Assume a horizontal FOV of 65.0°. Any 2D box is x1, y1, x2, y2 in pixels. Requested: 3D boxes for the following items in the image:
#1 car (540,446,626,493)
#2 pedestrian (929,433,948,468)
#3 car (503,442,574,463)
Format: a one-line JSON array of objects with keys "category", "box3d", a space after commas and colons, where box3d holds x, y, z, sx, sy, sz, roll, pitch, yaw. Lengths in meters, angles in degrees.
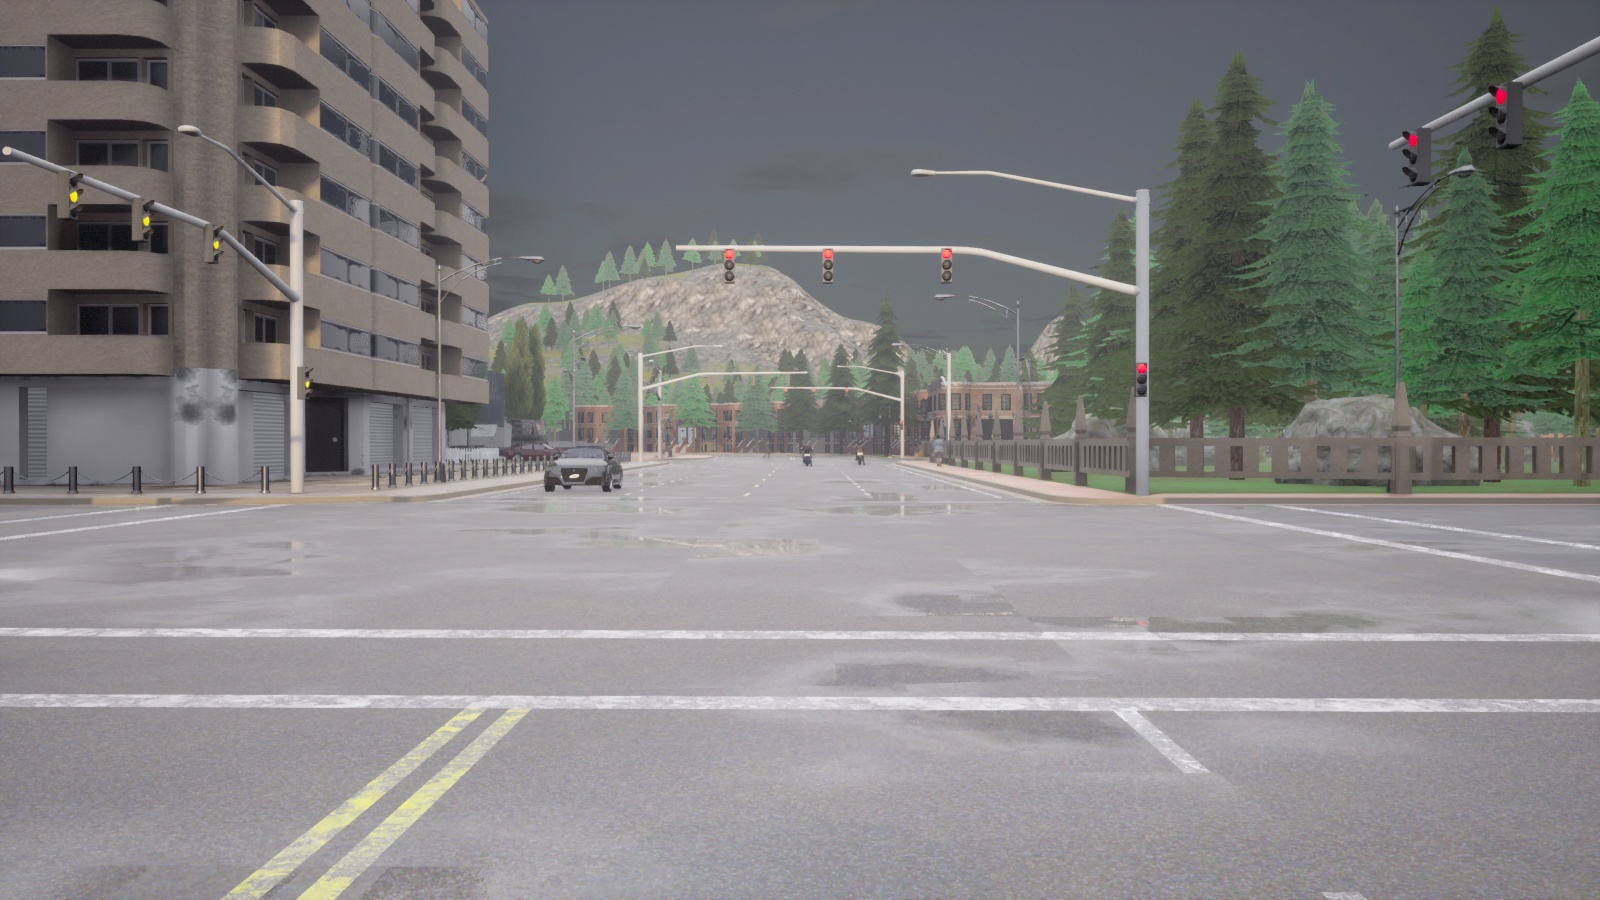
[{"category": "car", "box3d": [-6.774, 0.582, 39.592, 1.994, 1.385, 4.181, 0, 0, 0]}, {"category": "pedestrian", "box3d": [7.578, 0.023, 68.742, 0.874, 1.855, 0.900, 0, 0, -2]}, {"category": "car", "box3d": [-19.808, 0.170, 95.341, 5.008, 1.535, 1.882, 0, 0, 0]}]
